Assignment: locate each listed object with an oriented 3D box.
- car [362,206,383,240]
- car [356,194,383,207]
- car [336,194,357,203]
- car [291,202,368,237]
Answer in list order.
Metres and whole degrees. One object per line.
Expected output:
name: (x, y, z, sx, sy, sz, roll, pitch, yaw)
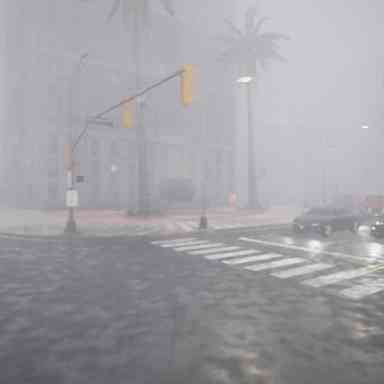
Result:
car: (10.702, 1.558, 16.271, 5.357, 1.411, 2.033, 0, 0, -39)
car: (14.239, 1.237, 25.308, 2.150, 2.045, 5.566, 0, 0, 33)
car: (19.302, 1.243, 40.211, 2.150, 2.045, 5.566, 0, 0, 4)
car: (7.396, 1.515, 18.163, 4.892, 1.490, 1.837, 0, 0, -38)
